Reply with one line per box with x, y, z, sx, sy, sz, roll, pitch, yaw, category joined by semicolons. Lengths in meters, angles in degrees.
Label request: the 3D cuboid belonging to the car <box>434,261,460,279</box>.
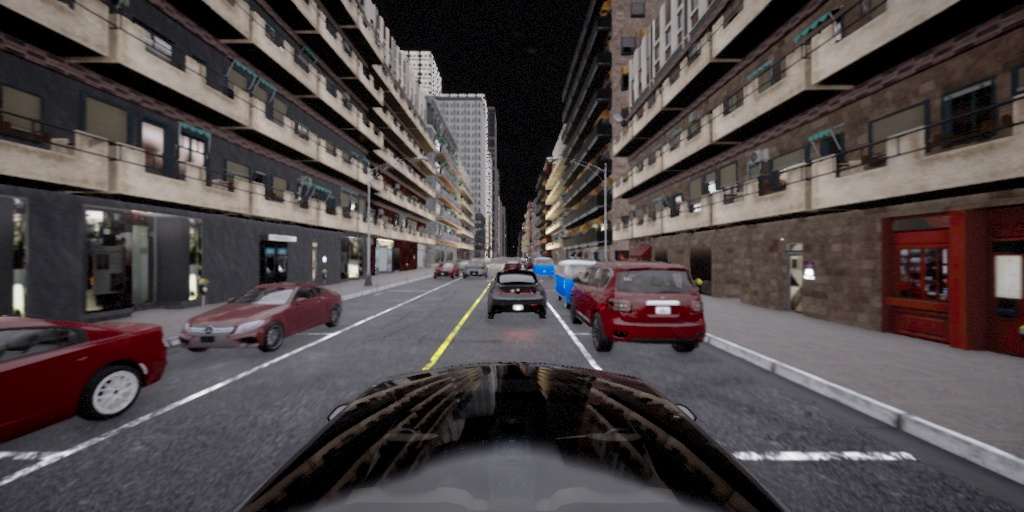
-5.676;1.233;31.523;1.888;1.381;4.507;0;0;0;car

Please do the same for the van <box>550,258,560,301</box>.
2.697;1.063;14.475;1.690;1.789;3.998;0;0;0;van

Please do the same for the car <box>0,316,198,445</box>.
-5.688;1.292;3.111;1.888;1.381;4.507;0;0;0;car

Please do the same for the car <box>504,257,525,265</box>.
0.118;1.150;39.931;1.882;1.535;5.008;0;0;0;car

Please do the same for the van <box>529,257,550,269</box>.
2.704;1.029;31.521;1.690;1.789;3.998;0;0;0;van

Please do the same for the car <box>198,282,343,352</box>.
-5.686;1.316;8.794;1.802;1.307;4.207;0;0;0;car

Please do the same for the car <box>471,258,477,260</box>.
-5.672;1.217;42.888;2.007;1.370;4.403;0;0;0;car

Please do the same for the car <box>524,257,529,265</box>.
2.709;0.981;42.886;2.192;1.841;5.009;0;0;0;car

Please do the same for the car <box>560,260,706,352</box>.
2.694;1.049;8.792;2.192;1.841;5.009;0;0;0;car

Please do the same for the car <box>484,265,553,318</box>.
0.125;1.231;12.747;1.837;1.490;4.892;0;0;-1;car

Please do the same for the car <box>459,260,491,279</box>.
-3.073;1.253;31.135;1.994;1.385;4.181;0;0;0;car
